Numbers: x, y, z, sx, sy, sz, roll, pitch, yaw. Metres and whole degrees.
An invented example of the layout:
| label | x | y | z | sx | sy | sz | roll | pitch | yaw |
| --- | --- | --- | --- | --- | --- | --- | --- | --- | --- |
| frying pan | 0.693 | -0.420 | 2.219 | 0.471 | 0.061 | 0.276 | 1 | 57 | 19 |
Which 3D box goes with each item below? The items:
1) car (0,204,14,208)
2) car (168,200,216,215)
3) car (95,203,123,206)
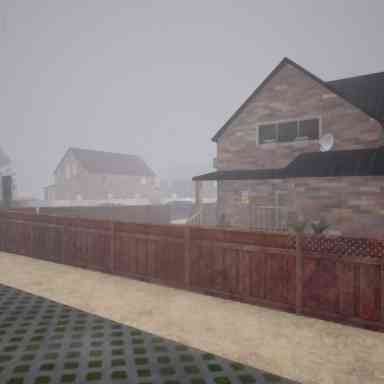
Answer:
| label | x | y | z | sx | sy | sz | roll | pitch | yaw |
| --- | --- | --- | --- | --- | --- | --- | --- | --- | --- |
| car | -13.252 | 1.579 | 21.632 | 1.837 | 1.490 | 4.892 | 0 | 0 | 34 |
| car | 0.067 | 1.692 | 35.374 | 2.128 | 1.511 | 4.902 | 0 | 0 | 35 |
| car | -7.607 | 1.680 | 29.663 | 2.033 | 1.411 | 5.357 | 0 | 0 | 36 |
